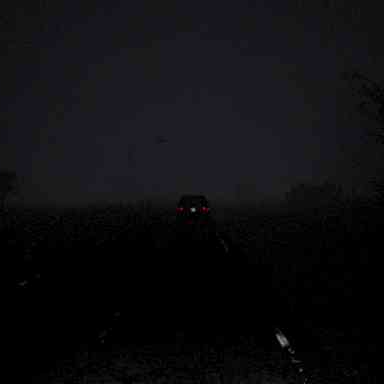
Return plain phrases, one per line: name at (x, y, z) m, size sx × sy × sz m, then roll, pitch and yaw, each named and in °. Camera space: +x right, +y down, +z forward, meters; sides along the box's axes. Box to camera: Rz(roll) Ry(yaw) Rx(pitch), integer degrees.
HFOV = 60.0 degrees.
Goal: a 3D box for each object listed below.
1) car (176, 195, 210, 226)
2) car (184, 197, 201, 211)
car at (0.080, 1.198, 23.183) m, size 2.150 × 2.045 × 5.566 m, roll 0°, pitch 0°, yaw 0°
car at (0.062, 1.449, 41.253) m, size 1.882 × 1.535 × 5.008 m, roll 0°, pitch 0°, yaw 0°
